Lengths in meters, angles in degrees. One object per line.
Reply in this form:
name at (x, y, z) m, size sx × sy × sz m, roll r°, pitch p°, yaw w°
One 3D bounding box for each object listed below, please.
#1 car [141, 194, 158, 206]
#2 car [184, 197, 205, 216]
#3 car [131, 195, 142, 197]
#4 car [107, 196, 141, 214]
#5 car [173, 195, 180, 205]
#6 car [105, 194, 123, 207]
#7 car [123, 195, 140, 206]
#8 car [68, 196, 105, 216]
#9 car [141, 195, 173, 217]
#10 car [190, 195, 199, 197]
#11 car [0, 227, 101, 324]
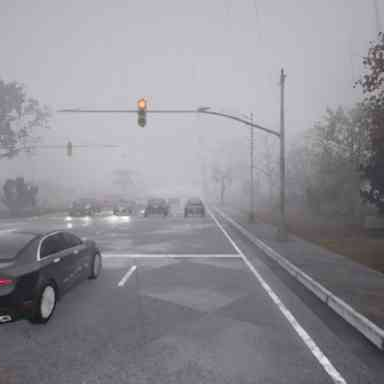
car at (-6.778, 1.294, 53.836) m, size 2.097 × 1.767 × 4.553 m, roll 0°, pitch 1°, yaw 1°
car at (0.266, 1.499, 32.526) m, size 2.128 × 1.511 × 4.902 m, roll 0°, pitch 0°, yaw 0°
car at (-6.848, 1.362, 43.912) m, size 2.097 × 1.767 × 4.553 m, roll 0°, pitch 0°, yaw 0°
car at (-6.916, 1.499, 34.812) m, size 2.128 × 1.511 × 4.902 m, roll 0°, pitch 0°, yaw 0°
car at (-3.073, 1.323, 57.200) m, size 1.882 × 1.535 × 5.008 m, roll 0°, pitch 2°, yaw 0°
car at (-10.347, 1.230, 43.319) m, size 2.150 × 2.045 × 5.566 m, roll 0°, pitch 0°, yaw 3°
car at (-10.257, 1.354, 56.315) m, size 1.882 × 1.535 × 5.008 m, roll 0°, pitch 3°, yaw 1°
car at (-10.428, 1.359, 32.688) m, size 2.097 × 1.767 × 4.553 m, roll 0°, pitch 0°, yaw 0°
car at (-3.237, 1.359, 31.972) m, size 2.097 × 1.767 × 4.553 m, roll 0°, pitch 0°, yaw 0°
car at (0.429, 1.315, 57.398) m, size 1.882 × 1.535 × 5.008 m, roll 0°, pitch 2°, yaw 0°
car at (-3.377, 1.505, 7.123) m, size 1.837 × 1.490 × 4.892 m, roll 0°, pitch 0°, yaw 0°
